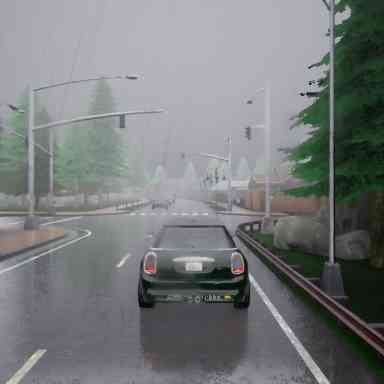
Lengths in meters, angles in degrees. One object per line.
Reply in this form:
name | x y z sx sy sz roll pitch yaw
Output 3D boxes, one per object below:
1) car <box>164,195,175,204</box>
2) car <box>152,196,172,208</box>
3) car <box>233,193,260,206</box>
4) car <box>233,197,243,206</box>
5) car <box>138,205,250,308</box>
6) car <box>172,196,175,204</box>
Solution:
car | -4.273 1.448 64.390 1.882 1.535 5.008 0 0 0
car | -4.101 1.535 43.767 1.994 1.385 4.181 0 0 -1
car | 8.374 1.146 51.312 3.866 1.878 1.905 0 0 -1
car | 8.791 1.144 48.803 4.605 1.855 1.932 0 0 -1
car | 0.053 1.352 8.066 2.097 1.767 4.553 0 0 1
car | -4.187 1.571 53.622 1.895 1.301 4.718 0 0 0
